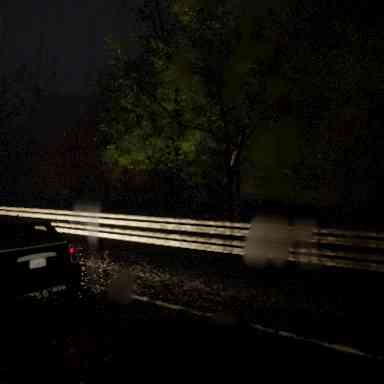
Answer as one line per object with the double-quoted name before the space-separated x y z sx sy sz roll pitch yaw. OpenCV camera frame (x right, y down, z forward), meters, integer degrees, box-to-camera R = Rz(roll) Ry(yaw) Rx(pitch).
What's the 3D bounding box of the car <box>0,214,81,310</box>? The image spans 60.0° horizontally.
"car" -4.524 1.286 7.182 4.553 1.767 2.097 1 0 34
